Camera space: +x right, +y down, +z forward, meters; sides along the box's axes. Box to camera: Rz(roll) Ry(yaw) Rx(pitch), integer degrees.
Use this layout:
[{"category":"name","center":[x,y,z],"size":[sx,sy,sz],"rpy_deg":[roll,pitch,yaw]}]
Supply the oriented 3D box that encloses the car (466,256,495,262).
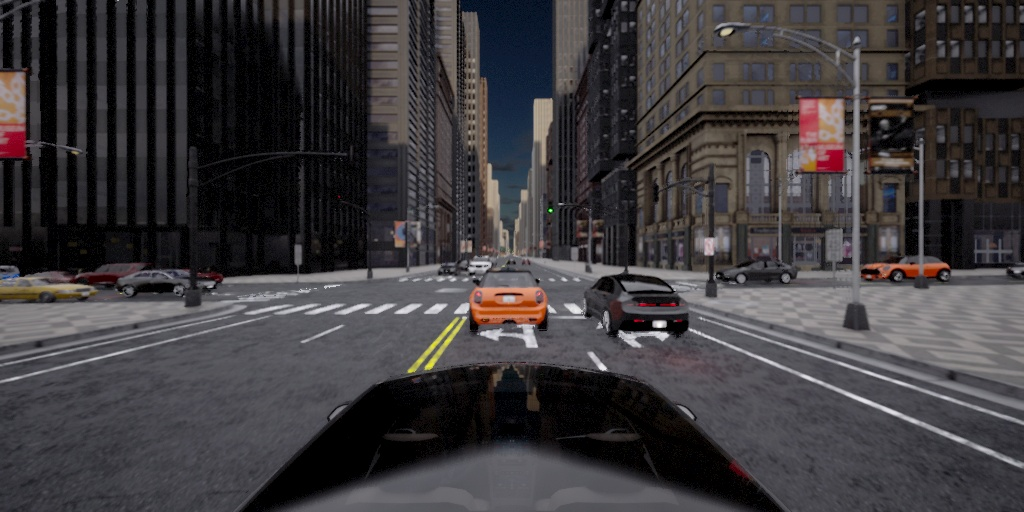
[{"category":"car","center":[-3.387,1.025,39.230],"size":[2.150,2.045,5.566],"rpy_deg":[0,0,0]}]

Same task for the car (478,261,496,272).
[{"category":"car","center":[-3.382,1.378,49.202],"size":[1.994,1.385,4.181],"rpy_deg":[0,0,1]}]

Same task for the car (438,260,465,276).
[{"category":"car","center":[-6.637,1.367,38.391],"size":[1.994,1.385,4.181],"rpy_deg":[0,0,0]}]

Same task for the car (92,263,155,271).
[{"category":"car","center":[-29.084,1.464,26.586],"size":[5.009,1.841,2.192],"rpy_deg":[0,0,0]}]

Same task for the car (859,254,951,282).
[{"category":"car","center":[25.993,0.763,23.879],"size":[4.553,1.767,2.097],"rpy_deg":[-1,0,0]}]

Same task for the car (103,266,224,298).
[{"category":"car","center":[-19.802,1.528,20.680],"size":[4.902,1.511,2.128],"rpy_deg":[-1,0,1]}]

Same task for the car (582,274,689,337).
[{"category":"car","center":[3.295,1.270,10.387],"size":[1.837,1.490,4.892],"rpy_deg":[0,0,0]}]

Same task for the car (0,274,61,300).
[{"category":"car","center":[-29.638,1.771,20.719],"size":[4.718,1.301,1.895],"rpy_deg":[-1,0,0]}]

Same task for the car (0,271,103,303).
[{"category":"car","center":[-23.848,1.625,18.046],"size":[4.829,1.417,1.751],"rpy_deg":[0,0,0]}]

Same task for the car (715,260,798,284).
[{"category":"car","center":[16.166,1.047,23.889],"size":[4.892,1.490,1.837],"rpy_deg":[-1,0,0]}]

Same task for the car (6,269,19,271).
[{"category":"car","center":[-34.171,1.800,26.597],"size":[4.207,1.307,1.802],"rpy_deg":[0,0,0]}]

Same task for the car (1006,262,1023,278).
[{"category":"car","center":[36.129,0.767,23.867],"size":[4.902,1.511,2.128],"rpy_deg":[-1,0,0]}]

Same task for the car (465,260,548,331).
[{"category":"car","center":[-0.175,1.119,11.246],"size":[2.097,1.767,4.553],"rpy_deg":[0,0,-3]}]

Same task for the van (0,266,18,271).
[{"category":"van","center":[-39.259,1.628,26.609],"size":[3.998,1.789,1.690],"rpy_deg":[0,0,0]}]
